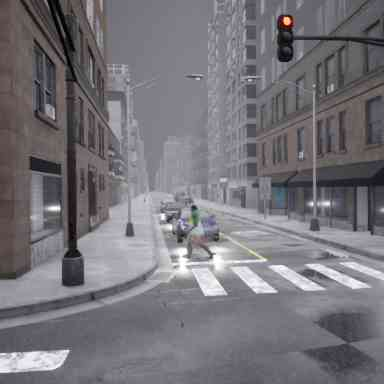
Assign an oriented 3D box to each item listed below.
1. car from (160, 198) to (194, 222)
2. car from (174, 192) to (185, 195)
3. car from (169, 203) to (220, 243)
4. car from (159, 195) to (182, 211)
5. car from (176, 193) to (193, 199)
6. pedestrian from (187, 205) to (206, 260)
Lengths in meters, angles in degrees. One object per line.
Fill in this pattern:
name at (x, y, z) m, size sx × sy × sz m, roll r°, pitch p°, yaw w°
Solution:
car at (-1.172, 1.471, 25.648) m, size 2.033 × 1.411 × 5.357 m, roll -1°, pitch 0°, yaw -7°
car at (-2.233, 0.996, 58.931) m, size 2.150 × 2.045 × 5.566 m, roll -1°, pitch 0°, yaw -7°
car at (0.056, 1.476, 16.092) m, size 1.812 × 1.442 × 4.674 m, roll -1°, pitch 0°, yaw -7°
car at (-2.446, 1.419, 35.639) m, size 1.812 × 1.442 × 4.674 m, roll -1°, pitch 0°, yaw -7°
car at (-0.888, 1.317, 48.504) m, size 1.837 × 1.490 × 4.892 m, roll -1°, pitch 0°, yaw -7°
pedestrian at (0.140, 1.265, 10.844) m, size 0.375 × 1.860 × 0.375 m, roll -1°, pitch 1°, yaw -7°
